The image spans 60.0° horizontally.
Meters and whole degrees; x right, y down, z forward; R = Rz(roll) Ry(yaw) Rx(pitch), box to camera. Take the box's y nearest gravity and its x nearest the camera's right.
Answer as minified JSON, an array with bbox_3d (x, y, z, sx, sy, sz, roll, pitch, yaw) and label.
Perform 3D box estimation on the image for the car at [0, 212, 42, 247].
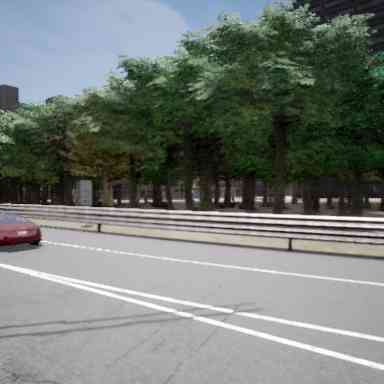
[{"bbox_3d":[-8.267,1.568,14.137,4.181,1.385,1.994,0,0,35],"label":"car"}]
